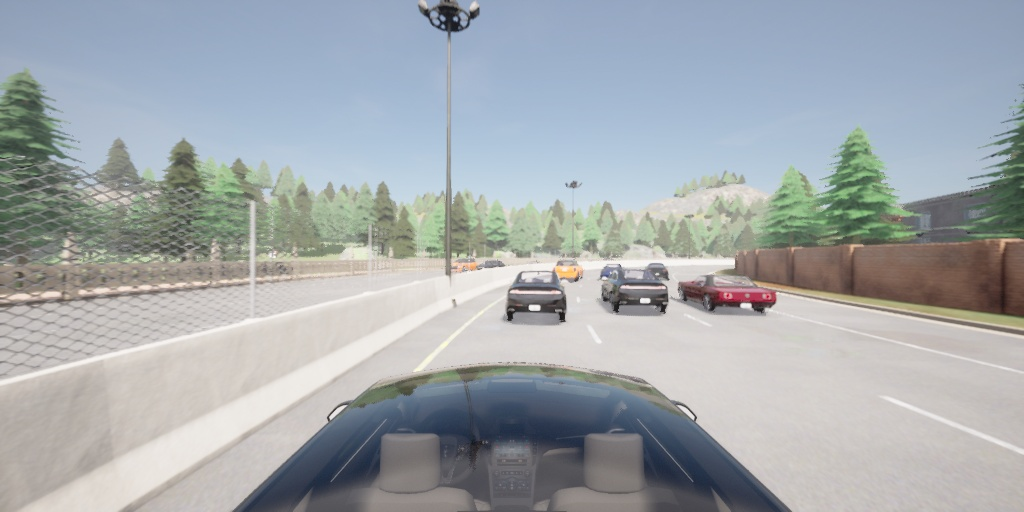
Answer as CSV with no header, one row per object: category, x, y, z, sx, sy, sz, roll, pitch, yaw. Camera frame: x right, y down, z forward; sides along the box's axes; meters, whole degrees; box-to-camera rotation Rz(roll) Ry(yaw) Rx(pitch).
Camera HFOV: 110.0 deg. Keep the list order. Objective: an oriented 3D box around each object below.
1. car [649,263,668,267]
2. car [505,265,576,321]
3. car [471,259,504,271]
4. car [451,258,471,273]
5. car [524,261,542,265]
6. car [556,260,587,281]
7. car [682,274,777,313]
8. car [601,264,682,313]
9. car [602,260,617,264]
car,12.612,1.298,31.360,1.812,1.442,4.674,0,0,20
car,0.922,1.235,12.440,2.128,1.511,4.902,0,0,7
car,-2.446,1.209,41.299,1.837,1.490,4.892,0,0,23
car,-5.790,1.042,42.292,2.097,1.767,4.553,0,0,23
car,2.573,1.285,44.042,1.994,1.385,4.181,0,0,26
car,4.688,1.095,29.676,2.097,1.767,4.553,0,0,17
car,8.169,1.371,14.215,1.895,1.301,4.718,0,0,8
car,4.671,1.248,14.121,2.128,1.511,4.902,0,0,8
car,8.738,1.321,30.804,1.994,1.385,4.181,0,0,19
